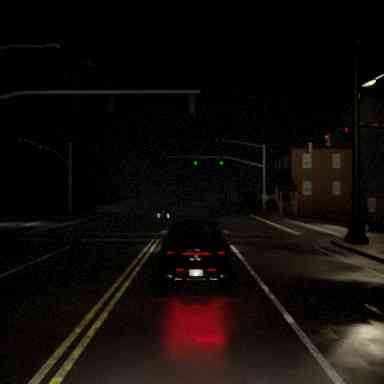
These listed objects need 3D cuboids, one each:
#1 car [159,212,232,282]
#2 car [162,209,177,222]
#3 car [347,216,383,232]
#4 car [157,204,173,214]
[{"bbox_3d":[0.092,1.579,9.977,1.837,1.490,4.892,0,0,0],"label":"car"},{"bbox_3d":[-3.637,4.011,55.158,2.033,1.411,5.357,0,-12,0],"label":"car"},{"bbox_3d":[15.832,2.767,28.242,4.892,1.490,1.837,9,-1,0],"label":"car"},{"bbox_3d":[-3.631,2.379,45.067,2.033,1.411,5.357,0,-5,0],"label":"car"}]
